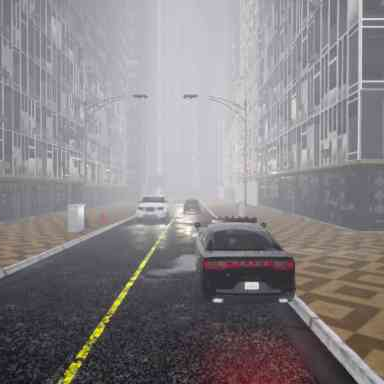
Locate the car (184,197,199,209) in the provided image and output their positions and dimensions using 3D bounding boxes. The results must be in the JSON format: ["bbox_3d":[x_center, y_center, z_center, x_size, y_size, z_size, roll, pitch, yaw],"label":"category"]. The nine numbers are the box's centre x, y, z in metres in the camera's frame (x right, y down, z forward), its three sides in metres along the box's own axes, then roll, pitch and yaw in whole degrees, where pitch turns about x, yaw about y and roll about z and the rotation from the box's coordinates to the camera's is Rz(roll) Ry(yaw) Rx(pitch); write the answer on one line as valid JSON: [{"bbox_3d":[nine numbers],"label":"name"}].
[{"bbox_3d":[-0.057,1.493,46.555,1.882,1.535,5.008,0,0,0],"label":"car"}]

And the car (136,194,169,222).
[{"bbox_3d":[-3.049,1.225,26.915,2.150,2.045,5.566,0,0,0],"label":"car"}]

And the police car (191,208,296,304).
[{"bbox_3d":[1.035,1.425,8.358,1.930,1.638,5.238,0,0,0],"label":"police car"}]

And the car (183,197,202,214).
[{"bbox_3d":[0.008,1.513,36.215,1.837,1.490,4.892,0,0,0],"label":"car"}]
